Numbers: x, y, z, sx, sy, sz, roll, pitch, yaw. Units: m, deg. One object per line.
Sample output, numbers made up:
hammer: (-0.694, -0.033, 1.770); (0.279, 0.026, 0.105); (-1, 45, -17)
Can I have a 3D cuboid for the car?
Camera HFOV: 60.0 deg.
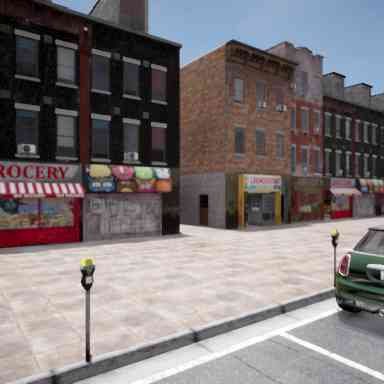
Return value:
car: (4.827, 1.350, 6.436); (4.553, 1.767, 2.097); (0, 0, -36)
